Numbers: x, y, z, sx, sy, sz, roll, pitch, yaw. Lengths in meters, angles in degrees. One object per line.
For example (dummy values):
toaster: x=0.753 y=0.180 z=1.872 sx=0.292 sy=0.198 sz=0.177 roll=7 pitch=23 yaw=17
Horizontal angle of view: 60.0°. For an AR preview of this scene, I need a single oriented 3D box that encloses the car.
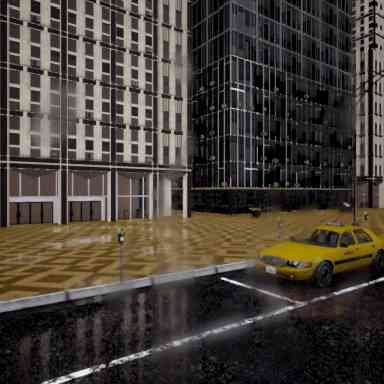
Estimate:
car: x=3.830 y=1.526 z=9.271 sx=4.829 sy=1.417 sz=1.752 roll=0 pitch=0 yaw=-35
